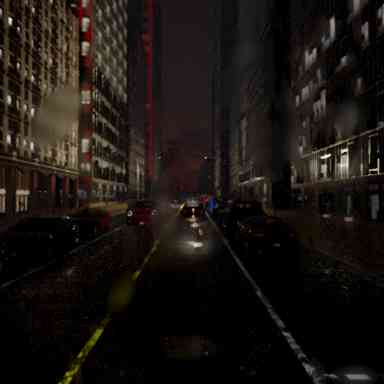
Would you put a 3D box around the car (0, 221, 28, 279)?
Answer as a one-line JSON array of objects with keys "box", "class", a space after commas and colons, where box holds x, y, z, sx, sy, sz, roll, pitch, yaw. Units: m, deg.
[{"box": [-5.676, 1.549, 7.098, 2.008, 1.369, 4.403, 1, 0, 0], "class": "car"}]

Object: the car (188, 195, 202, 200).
[{"box": [0.098, 1.514, 44.334, 1.812, 1.442, 4.674, 0, 0, 0], "class": "car"}]

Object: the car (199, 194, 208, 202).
[{"box": [2.703, 1.425, 79.681, 1.967, 1.590, 4.097, 1, 0, 0], "class": "car"}]

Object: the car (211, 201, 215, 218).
[{"box": [2.703, 1.559, 23.910, 1.947, 1.339, 4.313, 1, 0, 0], "class": "car"}]

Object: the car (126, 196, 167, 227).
[{"box": [-3.099, 1.345, 22.715, 2.097, 1.767, 4.553, 0, 0, 0], "class": "car"}]

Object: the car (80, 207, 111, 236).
[{"box": [-5.677, 1.540, 18.249, 1.887, 1.381, 4.507, 1, 0, 0], "class": "car"}]

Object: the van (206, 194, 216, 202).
[{"box": [2.707, 1.332, 35.064, 1.690, 1.788, 3.998, 1, 0, 0], "class": "van"}]

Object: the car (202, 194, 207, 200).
[{"box": [2.705, 1.429, 46.218, 1.967, 1.590, 4.097, 1, 0, 0], "class": "car"}]

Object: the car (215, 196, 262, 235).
[{"box": [2.708, 1.310, 18.333, 2.192, 1.841, 5.009, 1, 0, 0], "class": "car"}]

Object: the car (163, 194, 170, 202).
[{"box": [-5.679, 1.568, 62.850, 1.802, 1.307, 4.206, 1, 0, 0], "class": "car"}]

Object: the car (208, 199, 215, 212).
[{"box": [2.703, 1.574, 29.487, 1.802, 1.307, 4.206, 1, 0, 0], "class": "car"}]

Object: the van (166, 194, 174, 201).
[{"box": [-5.685, 1.325, 85.151, 1.690, 1.788, 3.998, 1, 0, 0], "class": "van"}]

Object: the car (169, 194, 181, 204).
[{"box": [-3.023, 1.463, 63.575, 1.882, 1.535, 5.008, 0, 0, 1], "class": "car"}]

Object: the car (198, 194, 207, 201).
[{"box": [2.703, 1.425, 85.259, 1.967, 1.590, 4.097, 1, 0, 0], "class": "car"}]

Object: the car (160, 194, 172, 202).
[{"box": [-5.675, 1.300, 74.000, 2.192, 1.841, 5.009, 1, 0, 0], "class": "car"}]

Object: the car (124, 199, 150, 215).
[{"box": [-5.678, 1.541, 34.974, 2.008, 1.369, 4.403, 1, 0, 0], "class": "car"}]

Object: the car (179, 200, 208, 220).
[{"box": [0.099, 1.593, 27.715, 1.895, 1.301, 4.718, 0, 0, 0], "class": "car"}]

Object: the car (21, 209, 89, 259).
[{"box": [-5.677, 1.562, 12.674, 1.947, 1.339, 4.313, 1, 0, 0], "class": "car"}]

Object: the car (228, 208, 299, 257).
[{"box": [2.704, 1.541, 12.755, 1.887, 1.381, 4.507, 1, 0, 0], "class": "car"}]

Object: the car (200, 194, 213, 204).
[{"box": [2.706, 1.301, 62.951, 2.192, 1.841, 5.009, 1, 0, 0], "class": "car"}]
